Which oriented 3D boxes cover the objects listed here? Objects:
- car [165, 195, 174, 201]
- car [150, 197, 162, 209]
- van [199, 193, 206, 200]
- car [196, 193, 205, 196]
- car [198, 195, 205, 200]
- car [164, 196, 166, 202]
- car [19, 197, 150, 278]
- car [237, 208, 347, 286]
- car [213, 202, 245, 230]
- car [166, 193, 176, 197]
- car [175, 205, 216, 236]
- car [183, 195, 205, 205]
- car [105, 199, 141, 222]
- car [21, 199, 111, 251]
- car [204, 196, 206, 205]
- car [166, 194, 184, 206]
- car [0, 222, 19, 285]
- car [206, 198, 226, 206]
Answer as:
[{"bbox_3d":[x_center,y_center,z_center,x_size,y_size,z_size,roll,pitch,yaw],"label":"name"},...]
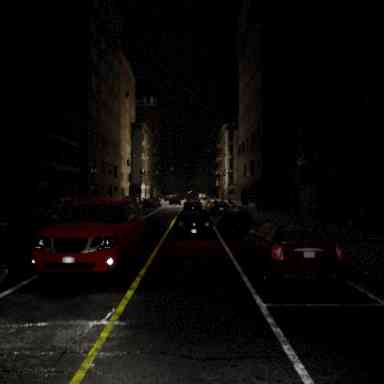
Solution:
[{"bbox_3d":[-5.414,1.438,81.287,1.752,1.417,4.829,0,0,0],"label":"car"},{"bbox_3d":[-5.398,1.540,43.494,1.802,1.307,4.206,0,0,0],"label":"car"},{"bbox_3d":[2.620,1.246,86.866,1.690,1.788,3.998,0,0,0],"label":"van"},{"bbox_3d":[2.620,1.463,81.460,2.008,1.369,4.403,0,0,0],"label":"car"},{"bbox_3d":[2.620,1.481,92.273,1.802,1.307,4.206,0,0,0],"label":"car"},{"bbox_3d":[-5.399,1.502,49.175,2.008,1.369,4.403,0,0,0],"label":"car"},{"bbox_3d":[-2.852,1.211,10.437,2.150,2.045,5.566,0,0,0],"label":"car"},{"bbox_3d":[2.635,1.431,9.409,1.967,1.590,4.097,0,0,0],"label":"car"},{"bbox_3d":[2.633,1.531,20.772,2.008,1.369,4.403,0,0,0],"label":"car"},{"bbox_3d":[-5.408,1.470,76.051,2.008,1.369,4.403,0,0,0],"label":"car"},{"bbox_3d":[0.095,1.583,18.225,1.895,1.301,4.718,0,0,0],"label":"car"},{"bbox_3d":[0.090,1.443,35.842,1.882,1.535,5.008,0,0,0],"label":"car"},{"bbox_3d":[-5.394,1.415,26.448,1.967,1.590,4.097,0,0,0],"label":"car"},{"bbox_3d":[-5.391,1.301,15.084,2.192,1.841,5.009,0,0,0],"label":"car"},{"bbox_3d":[2.627,1.483,43.667,1.752,1.417,4.829,0,0,0],"label":"car"},{"bbox_3d":[-2.764,1.496,55.145,1.812,1.442,4.674,0,0,0],"label":"car"},{"bbox_3d":[-5.390,1.557,9.403,1.947,1.339,4.313,0,0,0],"label":"car"},{"bbox_3d":[2.630,1.535,32.135,1.947,1.339,4.313,0,0,0],"label":"car"}]
